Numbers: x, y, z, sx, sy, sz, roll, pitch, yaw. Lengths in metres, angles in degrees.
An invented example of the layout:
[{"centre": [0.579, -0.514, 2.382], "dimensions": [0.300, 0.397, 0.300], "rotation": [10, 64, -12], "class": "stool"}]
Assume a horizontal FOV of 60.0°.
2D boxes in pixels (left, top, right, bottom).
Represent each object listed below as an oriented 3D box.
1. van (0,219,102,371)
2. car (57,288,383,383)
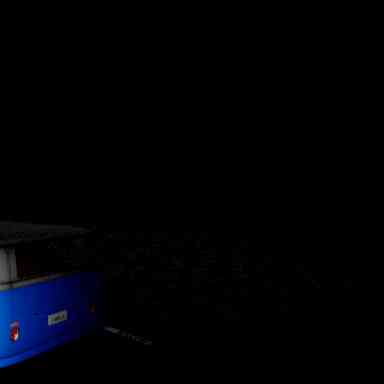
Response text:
[{"centre": [-3.189, 1.341, 5.256], "dimensions": [3.998, 1.788, 1.690], "rotation": [0, 0, 36], "class": "van"}, {"centre": [1.369, 1.545, 1.987], "dimensions": [4.507, 1.381, 1.887], "rotation": [0, 0, 36], "class": "car"}]
